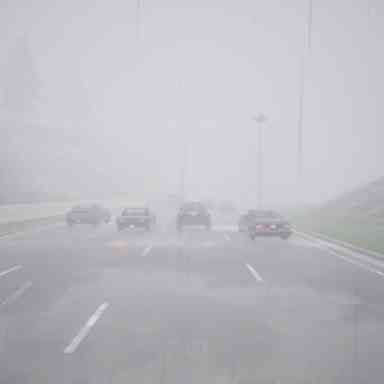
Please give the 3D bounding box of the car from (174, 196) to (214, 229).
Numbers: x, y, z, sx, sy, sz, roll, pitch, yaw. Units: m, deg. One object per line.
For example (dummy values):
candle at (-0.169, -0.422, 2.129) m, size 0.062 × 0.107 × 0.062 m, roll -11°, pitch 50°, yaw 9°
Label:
car at (0.099, 1.396, 22.358) m, size 2.097 × 1.767 × 4.553 m, roll 0°, pitch 0°, yaw 0°

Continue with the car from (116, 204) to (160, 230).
car at (-3.399, 1.643, 21.166) m, size 1.895 × 1.301 × 4.718 m, roll 0°, pitch 0°, yaw 0°

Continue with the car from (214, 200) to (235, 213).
car at (3.978, 1.623, 37.966) m, size 2.033 × 1.411 × 5.357 m, roll 0°, pitch 0°, yaw 7°

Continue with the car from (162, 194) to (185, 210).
car at (-1.822, 1.306, 44.614) m, size 2.150 × 2.045 × 5.566 m, roll 0°, pitch -1°, yaw 14°

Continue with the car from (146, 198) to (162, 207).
car at (-4.940, 1.582, 46.988) m, size 2.128 × 1.511 × 4.902 m, roll 0°, pitch 0°, yaw 15°

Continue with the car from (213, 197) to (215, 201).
car at (2.322, 1.444, 46.072) m, size 2.097 × 1.767 × 4.553 m, roll 0°, pitch 0°, yaw 16°

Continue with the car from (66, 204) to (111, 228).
car at (-6.898, 1.536, 22.591) m, size 2.128 × 1.511 × 4.902 m, roll 0°, pitch 0°, yaw 0°

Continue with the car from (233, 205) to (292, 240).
car at (3.600, 1.582, 17.237) m, size 2.033 × 1.411 × 5.357 m, roll 0°, pitch 0°, yaw 0°
